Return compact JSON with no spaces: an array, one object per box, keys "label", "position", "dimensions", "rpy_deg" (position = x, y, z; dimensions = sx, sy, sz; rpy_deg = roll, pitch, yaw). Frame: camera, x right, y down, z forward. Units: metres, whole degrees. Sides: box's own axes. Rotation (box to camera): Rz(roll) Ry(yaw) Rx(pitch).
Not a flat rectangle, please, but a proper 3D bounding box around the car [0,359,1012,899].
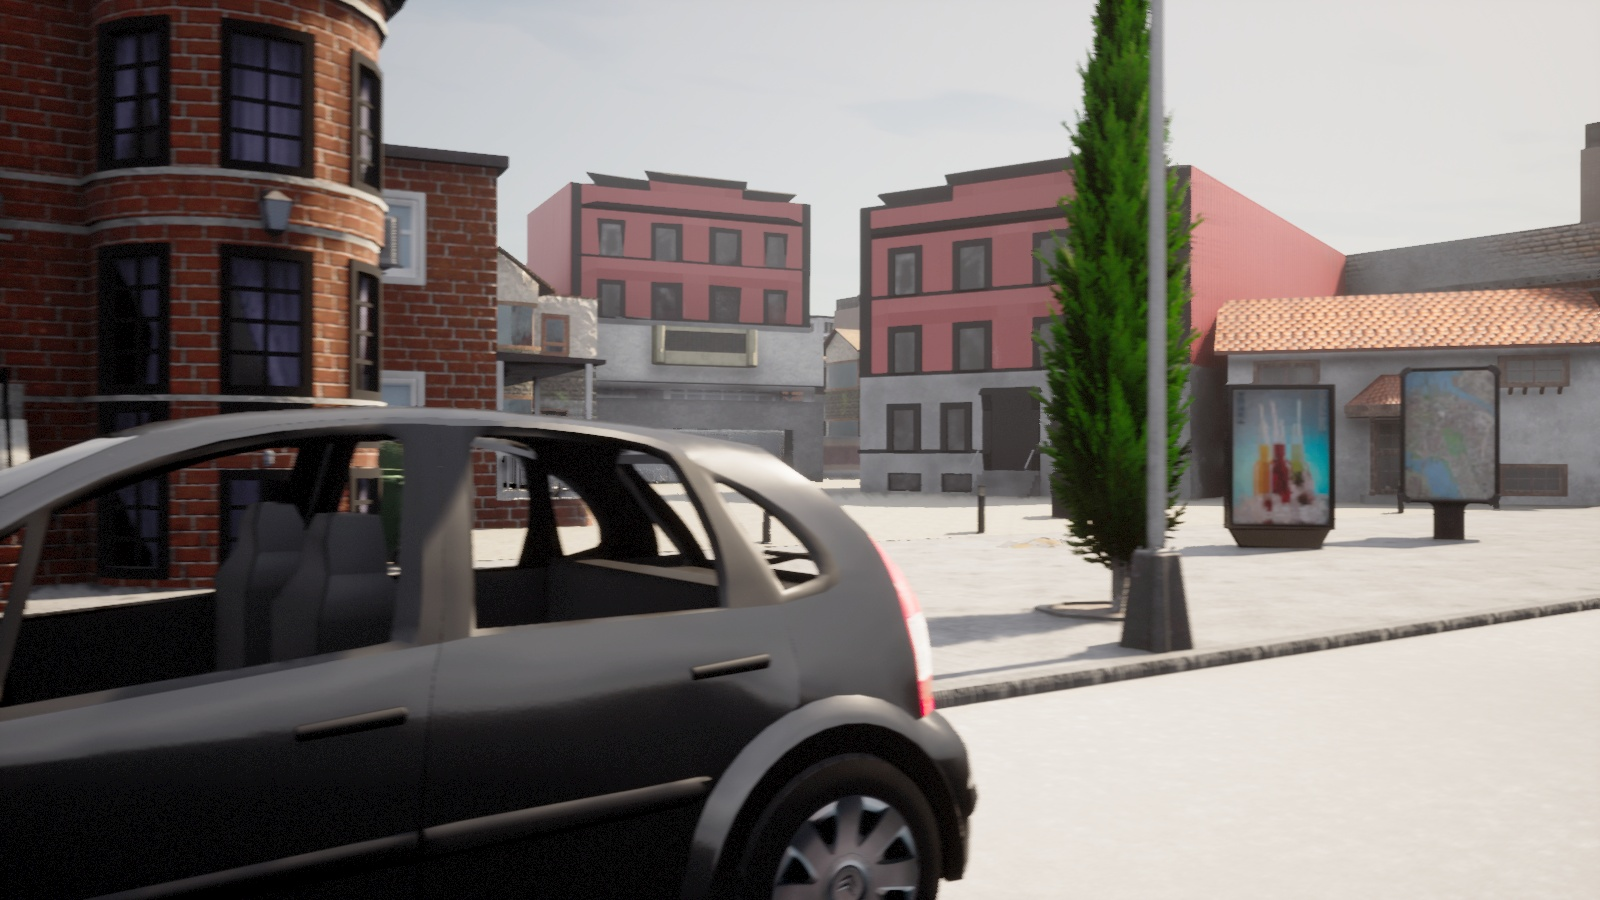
[{"label":"car","position":[-1.567,0.654,3.177],"dimensions":[3.988,1.617,1.851],"rpy_deg":[0,0,-35]}]
